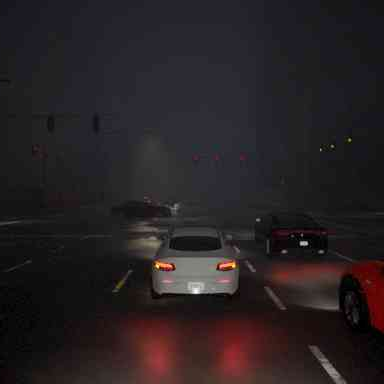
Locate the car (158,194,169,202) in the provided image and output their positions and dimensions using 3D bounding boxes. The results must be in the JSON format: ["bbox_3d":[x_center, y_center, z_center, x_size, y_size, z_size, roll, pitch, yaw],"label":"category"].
[{"bbox_3d":[-6.688,1.340,78.238,2.097,1.767,4.553,0,0,1],"label":"car"}]

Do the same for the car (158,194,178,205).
[{"bbox_3d":[-3.704,1.478,51.217,1.882,1.535,5.008,0,0,1],"label":"car"}]

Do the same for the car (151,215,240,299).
[{"bbox_3d":[0.062,1.526,8.295,1.812,1.442,4.674,0,0,0],"label":"car"}]

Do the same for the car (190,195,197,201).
[{"bbox_3d":[0.491,1.595,89.346,1.895,1.301,4.718,0,0,1],"label":"car"}]

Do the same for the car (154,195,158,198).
[{"bbox_3d":[-7.093,1.491,58.090,2.128,1.511,4.902,0,0,1],"label":"car"}]

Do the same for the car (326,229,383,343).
[{"bbox_3d":[3.601,1.352,3.966,2.097,1.767,4.553,0,0,0],"label":"car"}]

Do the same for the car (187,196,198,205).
[{"bbox_3d":[0.088,1.601,57.642,1.895,1.301,4.718,0,0,1],"label":"car"}]

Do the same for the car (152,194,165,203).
[{"bbox_3d":[-6.862,1.352,68.149,2.097,1.767,4.553,0,0,1],"label":"car"}]

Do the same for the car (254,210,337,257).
[{"bbox_3d":[3.647,1.478,13.005,1.882,1.535,5.008,0,0,2],"label":"car"}]

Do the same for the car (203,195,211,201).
[{"bbox_3d":[3.990,1.478,89.260,1.882,1.535,5.008,0,0,1],"label":"car"}]

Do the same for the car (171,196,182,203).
[{"bbox_3d":[-3.304,1.540,71.039,2.033,1.411,5.357,0,0,1],"label":"car"}]

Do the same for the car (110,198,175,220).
[{"bbox_3d":[-4.223,1.477,27.615,5.008,1.535,1.882,0,0,0],"label":"car"}]

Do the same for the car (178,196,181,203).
[{"bbox_3d":[-3.544,1.505,60.444,1.837,1.490,4.892,0,0,1],"label":"car"}]

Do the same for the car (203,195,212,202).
[{"bbox_3d":[3.828,1.478,79.146,1.882,1.535,5.008,0,0,1],"label":"car"}]

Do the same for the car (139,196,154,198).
[{"bbox_3d":[-7.240,1.478,48.823,1.882,1.535,5.008,0,0,1],"label":"car"}]

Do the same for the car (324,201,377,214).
[{"bbox_3d":[16.411,1.601,34.676,4.718,1.301,1.895,0,0,0],"label":"car"}]
